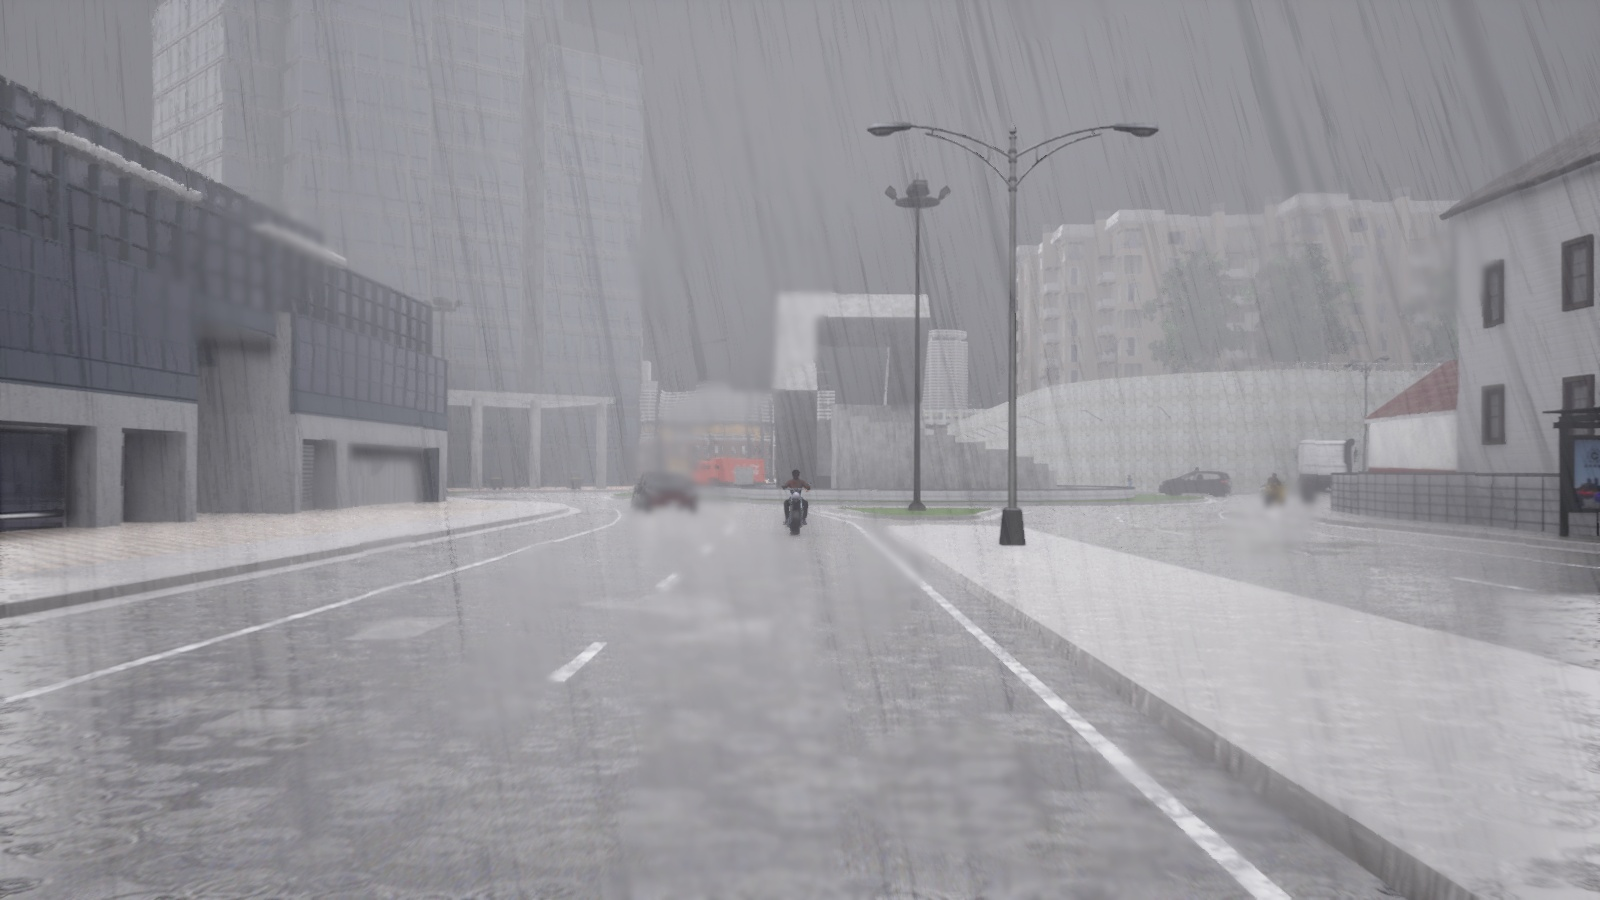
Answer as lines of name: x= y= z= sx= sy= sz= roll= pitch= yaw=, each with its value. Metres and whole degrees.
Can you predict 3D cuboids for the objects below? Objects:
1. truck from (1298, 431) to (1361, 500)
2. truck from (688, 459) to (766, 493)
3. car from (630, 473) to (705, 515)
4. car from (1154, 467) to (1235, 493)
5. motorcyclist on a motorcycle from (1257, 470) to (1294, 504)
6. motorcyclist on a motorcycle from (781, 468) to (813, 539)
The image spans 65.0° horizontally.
truck: x=28.623 y=0.858 z=68.116 sx=2.891 sy=3.462 sz=7.936 roll=-1 pitch=-1 yaw=21
truck: x=-5.514 y=1.933 z=94.579 sx=5.204 sy=2.467 sz=2.627 roll=0 pitch=-1 yaw=-29
car: x=-5.062 y=1.628 z=47.360 sx=2.163 sy=1.488 sz=4.792 roll=0 pitch=-1 yaw=-14
car: x=25.865 y=1.935 z=82.384 sx=4.611 sy=1.667 sz=2.242 roll=-1 pitch=-1 yaw=32
motorcyclist on a motorcycle: x=21.692 y=1.669 z=57.290 sx=2.044 sy=1.523 sz=0.797 roll=1 pitch=-1 yaw=-44
motorcyclist on a motorcycle: x=-0.084 y=1.281 z=30.806 sx=0.766 sy=1.649 sz=2.350 roll=0 pitch=-1 yaw=-1
